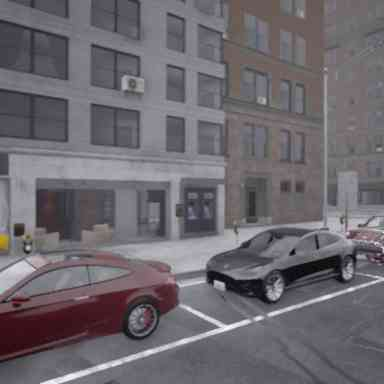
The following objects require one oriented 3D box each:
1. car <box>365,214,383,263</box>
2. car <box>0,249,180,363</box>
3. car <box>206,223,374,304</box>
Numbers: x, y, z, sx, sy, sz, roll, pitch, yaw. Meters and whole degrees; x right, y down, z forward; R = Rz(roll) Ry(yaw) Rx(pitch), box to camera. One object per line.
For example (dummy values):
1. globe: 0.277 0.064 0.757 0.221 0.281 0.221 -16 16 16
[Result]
1. car: 6.851 1.472 11.414 4.097 1.590 1.967 0 0 -35
2. car: -2.147 1.585 5.000 4.206 1.307 1.802 0 0 -35
3. car: 2.352 1.583 8.207 4.313 1.339 1.947 0 0 -35
